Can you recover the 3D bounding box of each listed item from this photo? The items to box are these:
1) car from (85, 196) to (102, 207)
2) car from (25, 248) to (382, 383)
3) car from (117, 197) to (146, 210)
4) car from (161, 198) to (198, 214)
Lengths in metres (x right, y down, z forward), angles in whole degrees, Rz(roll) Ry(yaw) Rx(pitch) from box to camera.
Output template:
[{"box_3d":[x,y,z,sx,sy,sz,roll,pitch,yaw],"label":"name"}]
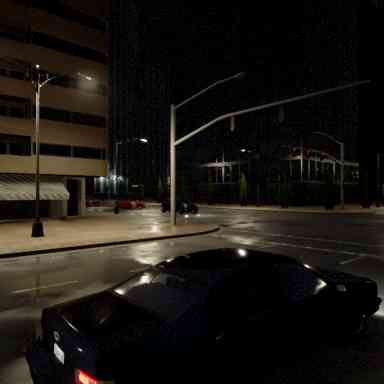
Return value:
[{"box_3d":[-15.928,1.411,52.208,2.097,1.767,4.553,0,0,-42],"label":"car"},{"box_3d":[0.696,1.547,4.703,5.357,1.411,2.033,0,0,-39],"label":"car"},{"box_3d":[-7.995,1.408,43.375,2.097,1.767,4.553,0,0,-42],"label":"car"},{"box_3d":[-1.373,1.408,36.025,2.097,1.767,4.553,0,0,-42],"label":"car"}]
